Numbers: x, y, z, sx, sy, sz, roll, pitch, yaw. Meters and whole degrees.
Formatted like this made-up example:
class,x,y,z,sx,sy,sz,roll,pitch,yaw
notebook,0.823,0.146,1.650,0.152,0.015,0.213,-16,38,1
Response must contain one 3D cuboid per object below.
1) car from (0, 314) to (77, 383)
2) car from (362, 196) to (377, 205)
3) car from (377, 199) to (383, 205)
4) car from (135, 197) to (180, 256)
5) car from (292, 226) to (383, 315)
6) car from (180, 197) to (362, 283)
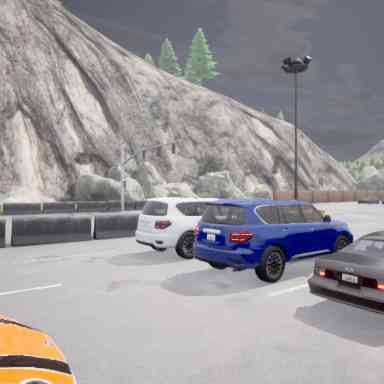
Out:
class,x,y,z,sx,sy,sz,roll,pitch,yaw
car,-2.904,1.350,1.671,4.553,1.767,2.097,0,0,-36
car,29.523,1.385,55.700,4.181,1.385,1.994,-1,0,-36
car,32.150,1.382,53.289,4.181,1.385,1.994,0,0,-36
car,0.572,1.221,12.824,5.566,2.045,2.150,0,0,-36
car,4.783,1.547,7.236,5.357,1.411,2.033,0,0,-36
car,2.595,1.221,9.946,5.566,2.045,2.150,0,0,-38
